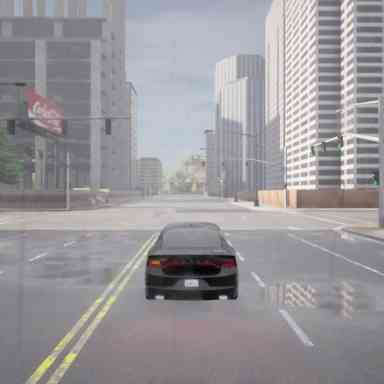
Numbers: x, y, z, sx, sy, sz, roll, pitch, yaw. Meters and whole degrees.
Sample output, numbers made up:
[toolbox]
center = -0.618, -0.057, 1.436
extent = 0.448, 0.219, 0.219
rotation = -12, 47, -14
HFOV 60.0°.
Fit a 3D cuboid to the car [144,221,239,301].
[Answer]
[car]
center = -0.003, 1.478, 8.420
extent = 1.882, 1.535, 5.008
rotation = 0, 0, 0
